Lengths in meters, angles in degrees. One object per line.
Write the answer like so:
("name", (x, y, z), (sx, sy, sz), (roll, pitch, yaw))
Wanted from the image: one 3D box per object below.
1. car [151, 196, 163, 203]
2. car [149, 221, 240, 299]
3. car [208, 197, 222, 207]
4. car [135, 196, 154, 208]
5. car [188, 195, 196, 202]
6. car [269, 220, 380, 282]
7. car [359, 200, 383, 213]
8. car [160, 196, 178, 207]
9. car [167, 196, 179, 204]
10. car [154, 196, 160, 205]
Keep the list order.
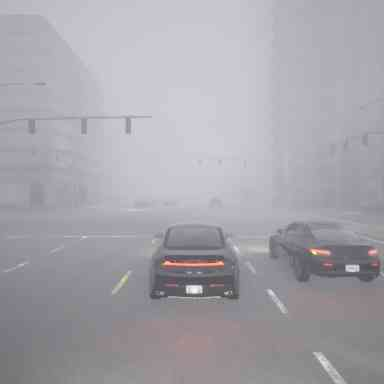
("car", (-6.997, 1.557, 67.466), (1.994, 1.385, 4.181), (0, 0, 1))
("car", (0.061, 1.504, 8.409), (1.837, 1.490, 4.892), (0, 0, 0))
("car", (3.555, 1.499, 51.283), (1.837, 1.490, 4.892), (0, 0, 1))
("car", (-7.070, 1.596, 48.398), (1.895, 1.301, 4.718), (0, 0, 0))
("car", (0.025, 1.357, 73.917), (2.128, 1.511, 4.902), (0, 0, 0))
("car", (3.567, 1.525, 9.664), (1.812, 1.442, 4.674), (0, 0, 0))
("car", (20.858, 1.544, 35.520), (5.357, 1.411, 2.033), (0, 0, 1))
("car", (-3.551, 1.473, 52.520), (1.882, 1.535, 5.008), (0, 0, 0))
("car", (-3.524, 1.541, 62.782), (2.033, 1.411, 5.357), (0, 0, 0))
("car", (-7.060, 1.472, 57.502), (1.882, 1.535, 5.008), (0, 0, 0))
